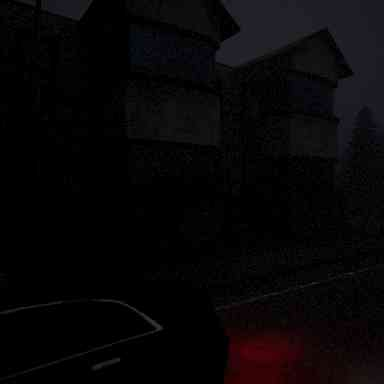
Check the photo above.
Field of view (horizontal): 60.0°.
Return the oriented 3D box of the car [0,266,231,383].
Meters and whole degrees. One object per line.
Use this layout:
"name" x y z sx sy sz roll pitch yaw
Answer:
"car" -1.886 1.504 2.630 4.892 1.490 1.837 0 0 -36
